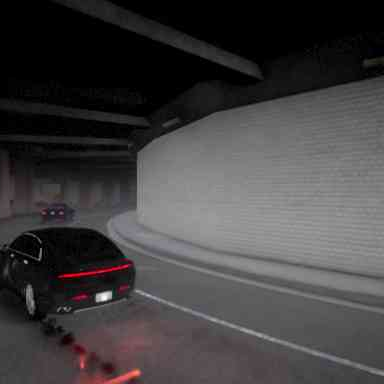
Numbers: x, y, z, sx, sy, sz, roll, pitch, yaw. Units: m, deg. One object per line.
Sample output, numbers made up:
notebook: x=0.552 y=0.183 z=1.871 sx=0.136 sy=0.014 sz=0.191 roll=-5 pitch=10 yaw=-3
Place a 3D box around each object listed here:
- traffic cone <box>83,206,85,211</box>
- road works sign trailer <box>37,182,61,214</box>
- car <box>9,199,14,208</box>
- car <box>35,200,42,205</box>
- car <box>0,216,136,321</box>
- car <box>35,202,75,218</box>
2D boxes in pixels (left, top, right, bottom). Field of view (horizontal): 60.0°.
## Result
traffic cone: x=-14.756 y=2.241 z=45.589 sx=0.340 sy=0.580 sz=0.340 roll=0 pitch=-1 yaw=1
road works sign trailer: x=-16.301 y=0.675 z=38.617 sx=2.380 sy=3.560 sz=2.880 roll=0 pitch=-1 yaw=1
car: x=-26.512 y=1.739 z=48.505 sx=1.812 sy=1.442 sz=4.674 roll=0 pitch=-1 yaw=4
car: x=-23.047 y=1.840 z=48.163 sx=1.895 sy=1.301 sz=4.718 roll=0 pitch=-1 yaw=4
car: x=-3.091 y=1.550 z=7.544 sx=1.837 sy=1.490 sz=4.892 roll=0 pitch=0 yaw=-41
car: x=-11.290 y=1.709 z=28.346 sx=2.033 sy=1.411 sz=5.357 roll=1 pitch=-1 yaw=-10
